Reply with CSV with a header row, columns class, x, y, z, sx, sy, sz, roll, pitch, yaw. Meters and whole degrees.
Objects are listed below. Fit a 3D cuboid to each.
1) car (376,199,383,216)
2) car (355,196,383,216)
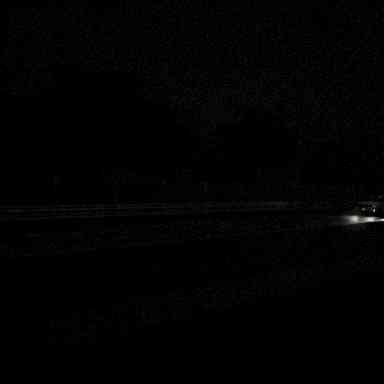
class,x,y,z,sx,sy,sz,roll,pitch,yaw
car,19.641,1.682,30.871,4.902,1.511,2.128,1,0,-35
car,19.494,1.425,35.037,5.566,2.045,2.150,1,0,-35
